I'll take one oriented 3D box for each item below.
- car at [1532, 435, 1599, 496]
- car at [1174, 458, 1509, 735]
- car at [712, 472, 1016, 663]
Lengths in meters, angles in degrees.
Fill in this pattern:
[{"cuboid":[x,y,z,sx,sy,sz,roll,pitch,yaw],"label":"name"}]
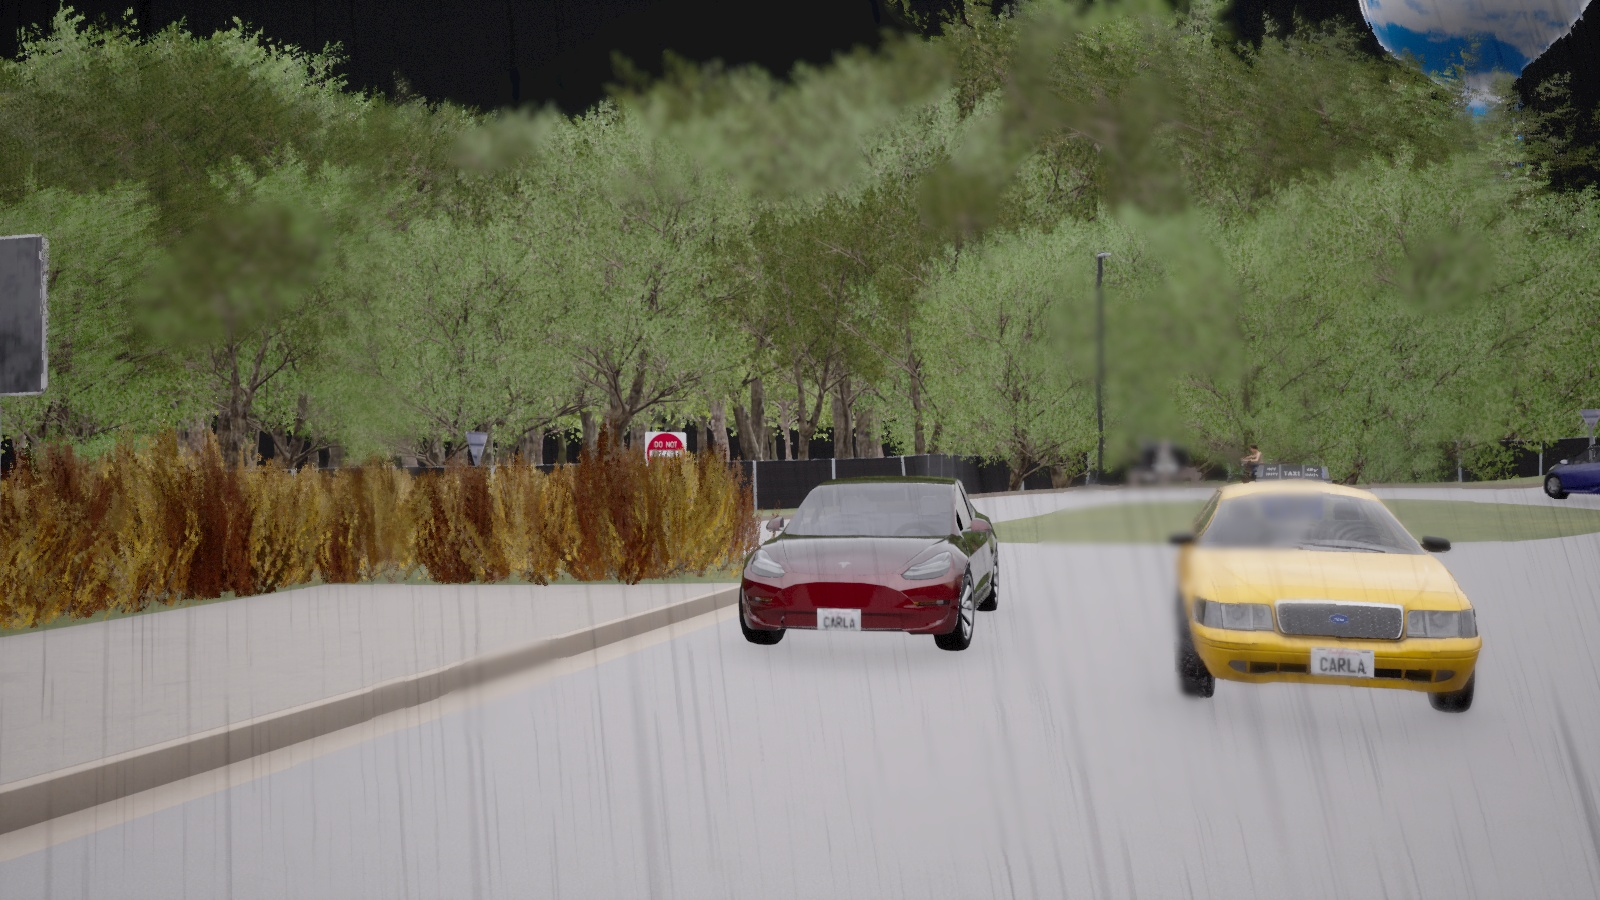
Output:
[{"cuboid":[21.655,0.388,33.255,2.007,1.525,4.514,-2,0,2],"label":"car"},{"cuboid":[3.950,0.863,10.039,1.801,1.575,5.366,0,0,16],"label":"car"},{"cuboid":[0.887,0.986,12.515,2.163,1.488,4.792,-1,-1,13],"label":"car"}]
